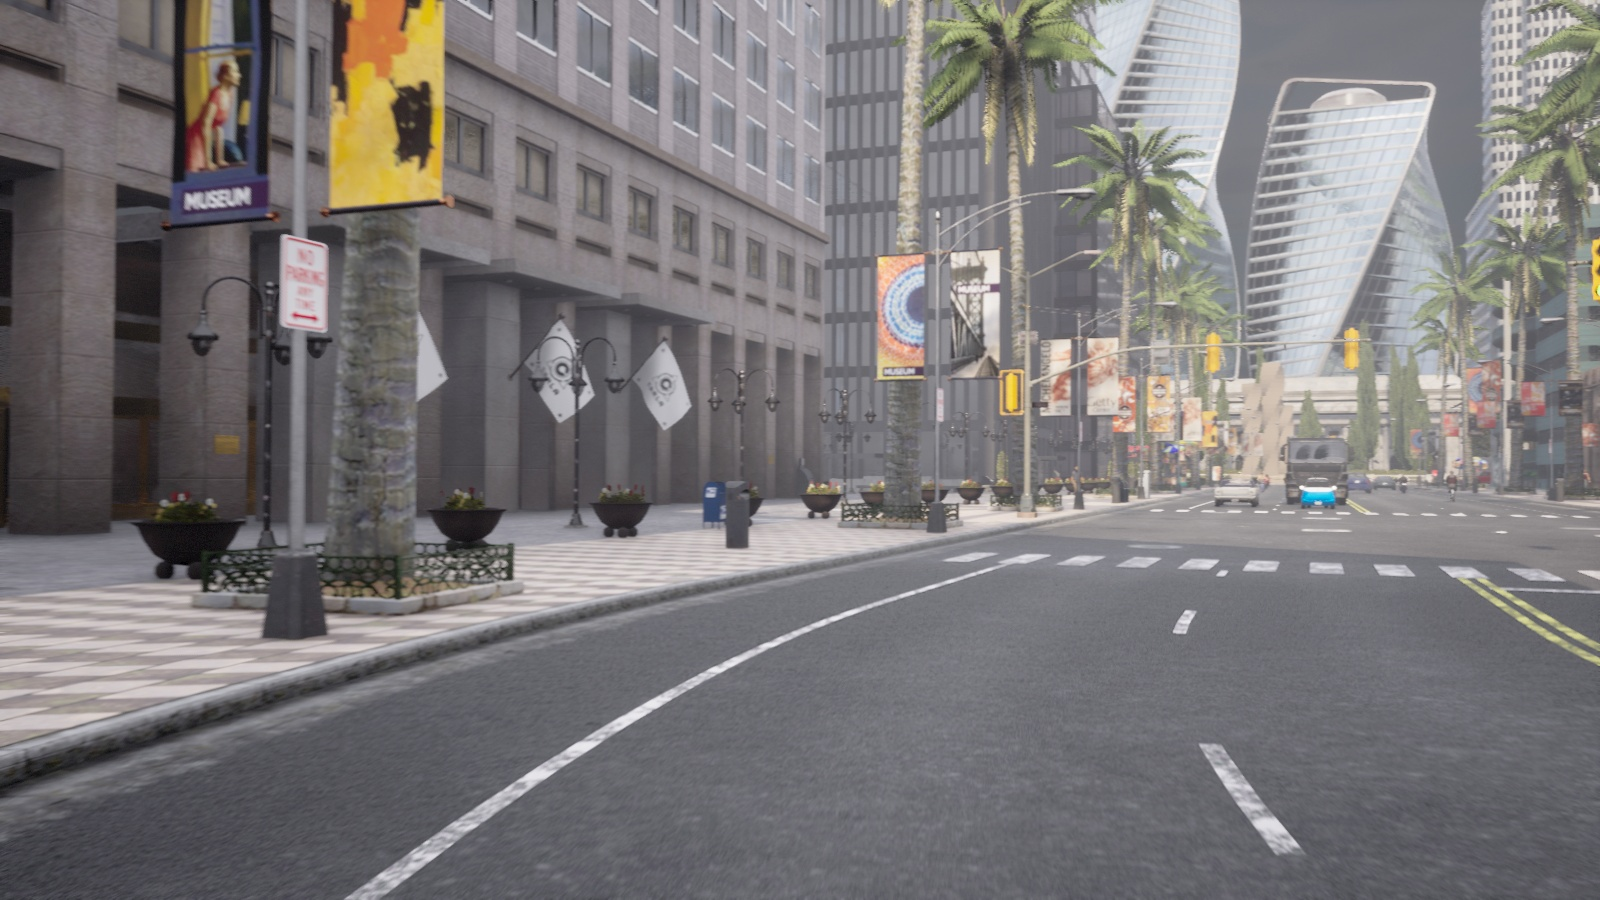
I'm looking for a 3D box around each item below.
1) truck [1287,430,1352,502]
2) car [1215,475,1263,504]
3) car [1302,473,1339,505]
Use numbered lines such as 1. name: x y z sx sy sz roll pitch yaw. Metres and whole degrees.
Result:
1. truck: 26.825 0.839 64.995 2.891 3.462 7.936 -1 -1 22
2. car: 20.819 1.847 59.444 1.895 1.301 4.718 -1 -1 22
3. car: 23.204 1.736 56.013 1.481 1.376 2.207 -1 -1 22
